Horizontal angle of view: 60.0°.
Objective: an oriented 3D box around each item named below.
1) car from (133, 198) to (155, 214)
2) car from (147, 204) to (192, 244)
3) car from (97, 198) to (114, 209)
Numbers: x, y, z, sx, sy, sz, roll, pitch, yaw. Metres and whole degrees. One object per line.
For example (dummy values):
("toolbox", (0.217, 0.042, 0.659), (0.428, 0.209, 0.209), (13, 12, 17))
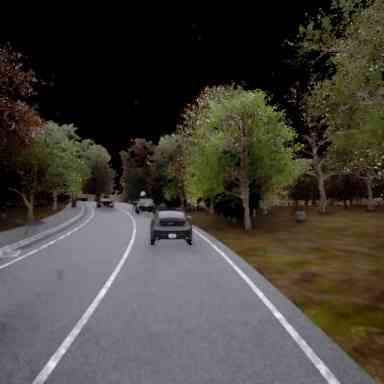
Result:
("car", (-5.199, 1.392, 35.938), (2.097, 1.767, 4.553), (1, 0, -15))
("car", (-1.085, 1.537, 15.948), (1.837, 1.490, 4.892), (1, 0, -7))
("car", (-11.305, 1.520, 43.455), (1.994, 1.385, 4.181), (1, 0, -18))
